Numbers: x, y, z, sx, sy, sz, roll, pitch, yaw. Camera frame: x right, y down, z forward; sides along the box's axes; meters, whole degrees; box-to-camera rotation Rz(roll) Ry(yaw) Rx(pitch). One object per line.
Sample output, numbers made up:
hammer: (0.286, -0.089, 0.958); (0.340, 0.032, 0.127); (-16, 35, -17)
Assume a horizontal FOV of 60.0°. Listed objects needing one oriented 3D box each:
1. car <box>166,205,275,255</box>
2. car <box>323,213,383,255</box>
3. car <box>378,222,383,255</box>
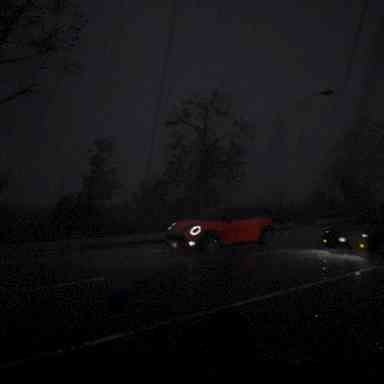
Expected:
car: (1.197, 1.354, 13.444); (4.553, 1.767, 2.097); (0, 0, -35)
car: (7.147, 1.567, 13.388); (4.181, 1.385, 1.994); (0, 0, -35)
car: (7.059, 1.528, 8.779); (4.674, 1.442, 1.812); (0, 0, -36)
